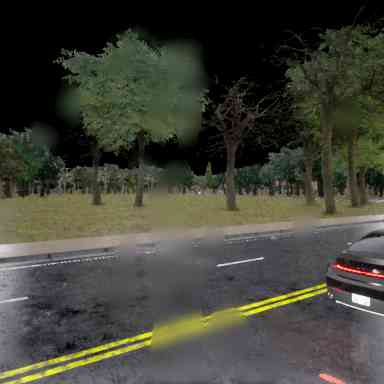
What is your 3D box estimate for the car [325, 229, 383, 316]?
[{"bbox_3d":[4.713,1.505,6.816,4.892,1.490,1.837,0,0,-36],"label":"car"}]
